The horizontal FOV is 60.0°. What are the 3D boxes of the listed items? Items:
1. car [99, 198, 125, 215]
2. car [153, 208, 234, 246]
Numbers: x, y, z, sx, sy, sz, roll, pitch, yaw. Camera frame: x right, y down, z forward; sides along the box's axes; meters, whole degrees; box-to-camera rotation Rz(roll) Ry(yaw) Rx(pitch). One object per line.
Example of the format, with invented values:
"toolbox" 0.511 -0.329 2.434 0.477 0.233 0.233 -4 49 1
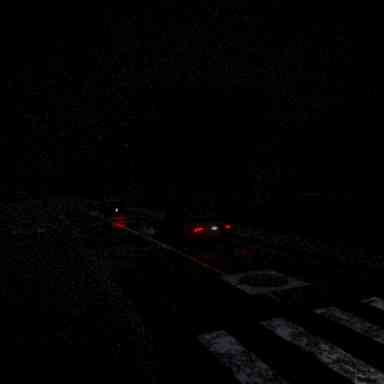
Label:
"car" -7.709 1.341 31.889 1.837 1.490 4.892 -2 1 -24
"car" -0.159 1.401 14.759 2.033 1.411 5.357 -2 1 -23
